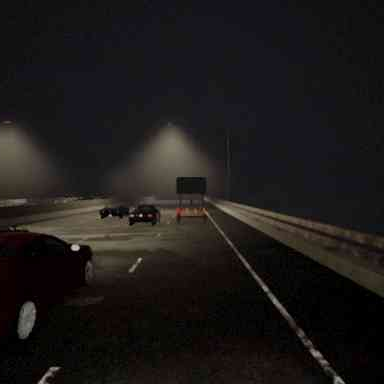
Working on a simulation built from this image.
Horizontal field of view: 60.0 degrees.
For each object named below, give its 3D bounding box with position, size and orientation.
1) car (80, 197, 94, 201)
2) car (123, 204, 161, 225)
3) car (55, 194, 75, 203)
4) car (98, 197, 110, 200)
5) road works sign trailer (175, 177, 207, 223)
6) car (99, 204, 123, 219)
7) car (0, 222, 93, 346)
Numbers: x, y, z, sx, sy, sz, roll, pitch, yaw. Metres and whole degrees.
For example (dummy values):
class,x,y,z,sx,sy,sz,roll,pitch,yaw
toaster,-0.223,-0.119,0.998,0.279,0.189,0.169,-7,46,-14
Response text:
class,x,y,z,sx,sy,sz,roll,pitch,yaw
car,-21.110,1.756,66.853,1.837,1.490,4.892,0,0,0
car,-3.443,1.652,24.804,2.033,1.411,5.357,0,0,0
car,-24.606,1.475,64.594,2.150,2.045,5.566,0,0,0
car,-17.610,1.756,66.858,1.837,1.490,4.892,0,0,0
road works sign trailer,-0.044,0.575,26.280,2.380,3.560,2.880,0,0,0
car,-6.950,1.728,30.523,1.895,1.301,4.718,0,0,0
car,-3.411,1.506,6.404,1.882,1.535,5.008,0,0,0
